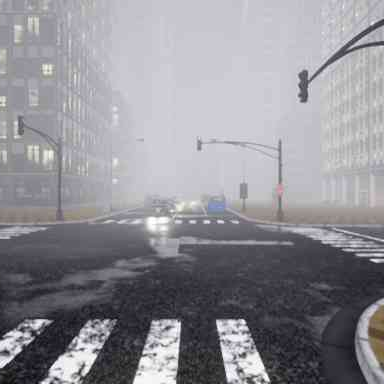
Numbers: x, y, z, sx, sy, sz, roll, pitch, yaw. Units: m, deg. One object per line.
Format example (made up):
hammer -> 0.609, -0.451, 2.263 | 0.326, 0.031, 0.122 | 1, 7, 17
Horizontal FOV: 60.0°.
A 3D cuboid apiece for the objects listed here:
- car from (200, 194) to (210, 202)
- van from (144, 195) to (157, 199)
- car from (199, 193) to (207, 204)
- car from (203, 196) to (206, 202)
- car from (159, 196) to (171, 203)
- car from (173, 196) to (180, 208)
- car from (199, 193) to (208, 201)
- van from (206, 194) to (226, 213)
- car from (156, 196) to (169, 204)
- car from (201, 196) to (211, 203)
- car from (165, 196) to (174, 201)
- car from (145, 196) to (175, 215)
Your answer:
car -> 2.859, 1.278, 74.695 | 2.192, 1.841, 5.009 | 0, 0, 0
van -> -5.679, 1.319, 47.045 | 1.690, 1.788, 3.998 | 0, 0, 0
car -> 2.796, 1.284, 63.616 | 2.192, 1.841, 5.009 | 0, 0, 0
car -> 2.693, 1.525, 41.462 | 1.887, 1.381, 4.507 | 0, 0, 0
car -> -5.554, 1.517, 69.202 | 2.008, 1.369, 4.403 | 0, 0, 0
car -> -3.107, 1.527, 43.873 | 2.033, 1.411, 5.357 | 0, 0, 0
car -> 2.922, 1.270, 85.773 | 2.192, 1.841, 5.009 | 0, 0, 0
van -> 2.752, 1.324, 35.923 | 1.690, 1.788, 3.998 | 0, 0, 0
car -> -5.585, 1.535, 63.663 | 1.947, 1.339, 4.313 | 0, 0, 0
car -> 2.826, 1.511, 69.155 | 1.887, 1.381, 4.507 | 0, 0, 0
car -> -5.491, 1.541, 80.281 | 1.802, 1.307, 4.206 | 0, 0, 0
car -> -3.176, 1.476, 33.311 | 2.128, 1.511, 4.902 | 0, 0, -1
